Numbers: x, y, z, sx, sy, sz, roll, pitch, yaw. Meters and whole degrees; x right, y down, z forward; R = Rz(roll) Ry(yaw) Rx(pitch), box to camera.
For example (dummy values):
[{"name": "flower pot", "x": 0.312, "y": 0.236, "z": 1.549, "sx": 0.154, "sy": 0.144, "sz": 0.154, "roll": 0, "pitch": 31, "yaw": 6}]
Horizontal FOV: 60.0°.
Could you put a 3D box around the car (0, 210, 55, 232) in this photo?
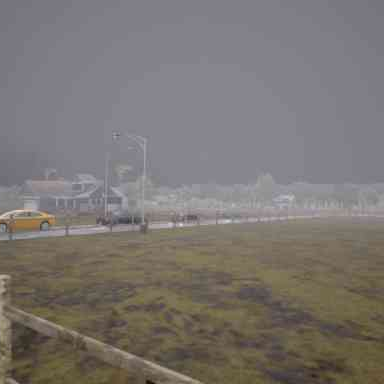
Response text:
[{"name": "car", "x": -12.345, "y": 2.030, "z": 23.811, "sx": 1.882, "sy": 1.535, "sz": 5.008, "roll": 0, "pitch": -2, "yaw": 34}]

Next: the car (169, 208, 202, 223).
[{"name": "car", "x": -0.726, "y": 2.717, "z": 40.287, "sx": 2.097, "sy": 1.767, "sz": 4.553, "roll": 0, "pitch": -2, "yaw": 36}]

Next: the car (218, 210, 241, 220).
[{"name": "car", "x": 5.628, "y": 3.388, "z": 49.183, "sx": 1.994, "sy": 1.385, "sz": 4.181, "roll": 0, "pitch": -3, "yaw": 36}]

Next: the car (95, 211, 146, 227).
[{"name": "car", "x": -6.651, "y": 2.494, "z": 31.935, "sx": 2.033, "sy": 1.411, "sz": 5.357, "roll": 0, "pitch": -2, "yaw": 35}]
